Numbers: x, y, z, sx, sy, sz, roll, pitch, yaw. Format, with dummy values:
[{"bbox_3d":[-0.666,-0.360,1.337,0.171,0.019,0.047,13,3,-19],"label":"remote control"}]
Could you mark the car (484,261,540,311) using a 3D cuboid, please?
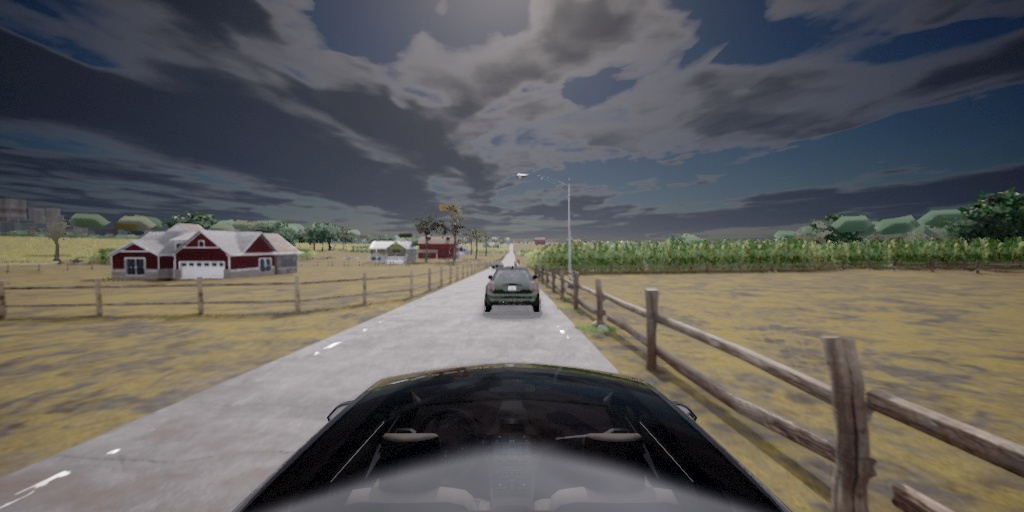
[{"bbox_3d":[0.026,1.217,15.246,2.097,1.767,4.553,0,-1,0],"label":"car"}]
